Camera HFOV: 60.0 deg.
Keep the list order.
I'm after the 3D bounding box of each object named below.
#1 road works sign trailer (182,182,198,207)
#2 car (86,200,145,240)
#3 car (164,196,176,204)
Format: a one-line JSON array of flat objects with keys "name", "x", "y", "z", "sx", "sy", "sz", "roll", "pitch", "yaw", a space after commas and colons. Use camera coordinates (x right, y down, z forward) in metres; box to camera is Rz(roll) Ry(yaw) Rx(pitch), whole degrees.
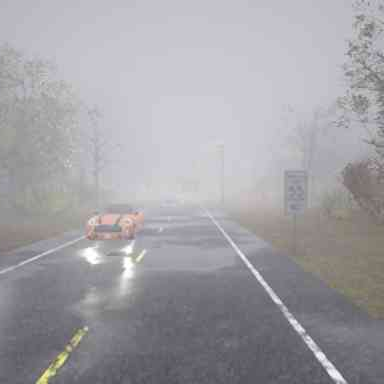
[{"name": "road works sign trailer", "x": -0.238, "y": 0.312, "z": 48.807, "sx": 2.380, "sy": 3.560, "sz": 2.880, "roll": 0, "pitch": 0, "yaw": 1}, {"name": "car", "x": -3.630, "y": 1.301, "z": 16.514, "sx": 2.097, "sy": 1.767, "sz": 4.553, "roll": 0, "pitch": 0, "yaw": 0}, {"name": "car", "x": -3.889, "y": 1.362, "z": 59.640, "sx": 2.033, "sy": 1.411, "sz": 5.357, "roll": 0, "pitch": 0, "yaw": 0}]
